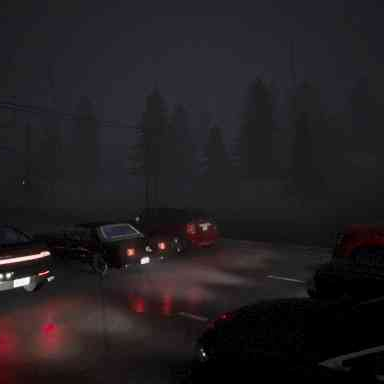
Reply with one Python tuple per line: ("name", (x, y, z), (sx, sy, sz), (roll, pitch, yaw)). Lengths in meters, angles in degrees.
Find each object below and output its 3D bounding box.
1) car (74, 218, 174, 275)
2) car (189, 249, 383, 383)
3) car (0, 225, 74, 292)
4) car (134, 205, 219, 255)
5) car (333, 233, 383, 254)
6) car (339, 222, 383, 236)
("car", (-3.067, 1.601, 10.469), (4.718, 1.301, 1.895), (0, 0, 37))
("car", (2.208, 1.492, 2.401), (4.902, 1.511, 2.128), (0, 0, 36))
("car", (-5.196, 1.492, 7.692), (4.902, 1.511, 2.128), (0, 0, 35))
("car", (-1.246, 1.352, 13.474), (4.553, 1.767, 2.097), (0, 0, 36))
("car", (4.362, 1.601, 5.184), (4.718, 1.301, 1.895), (0, 0, 35))
("car", (6.422, 1.221, 8.013), (5.566, 2.045, 2.150), (0, 0, 35))
